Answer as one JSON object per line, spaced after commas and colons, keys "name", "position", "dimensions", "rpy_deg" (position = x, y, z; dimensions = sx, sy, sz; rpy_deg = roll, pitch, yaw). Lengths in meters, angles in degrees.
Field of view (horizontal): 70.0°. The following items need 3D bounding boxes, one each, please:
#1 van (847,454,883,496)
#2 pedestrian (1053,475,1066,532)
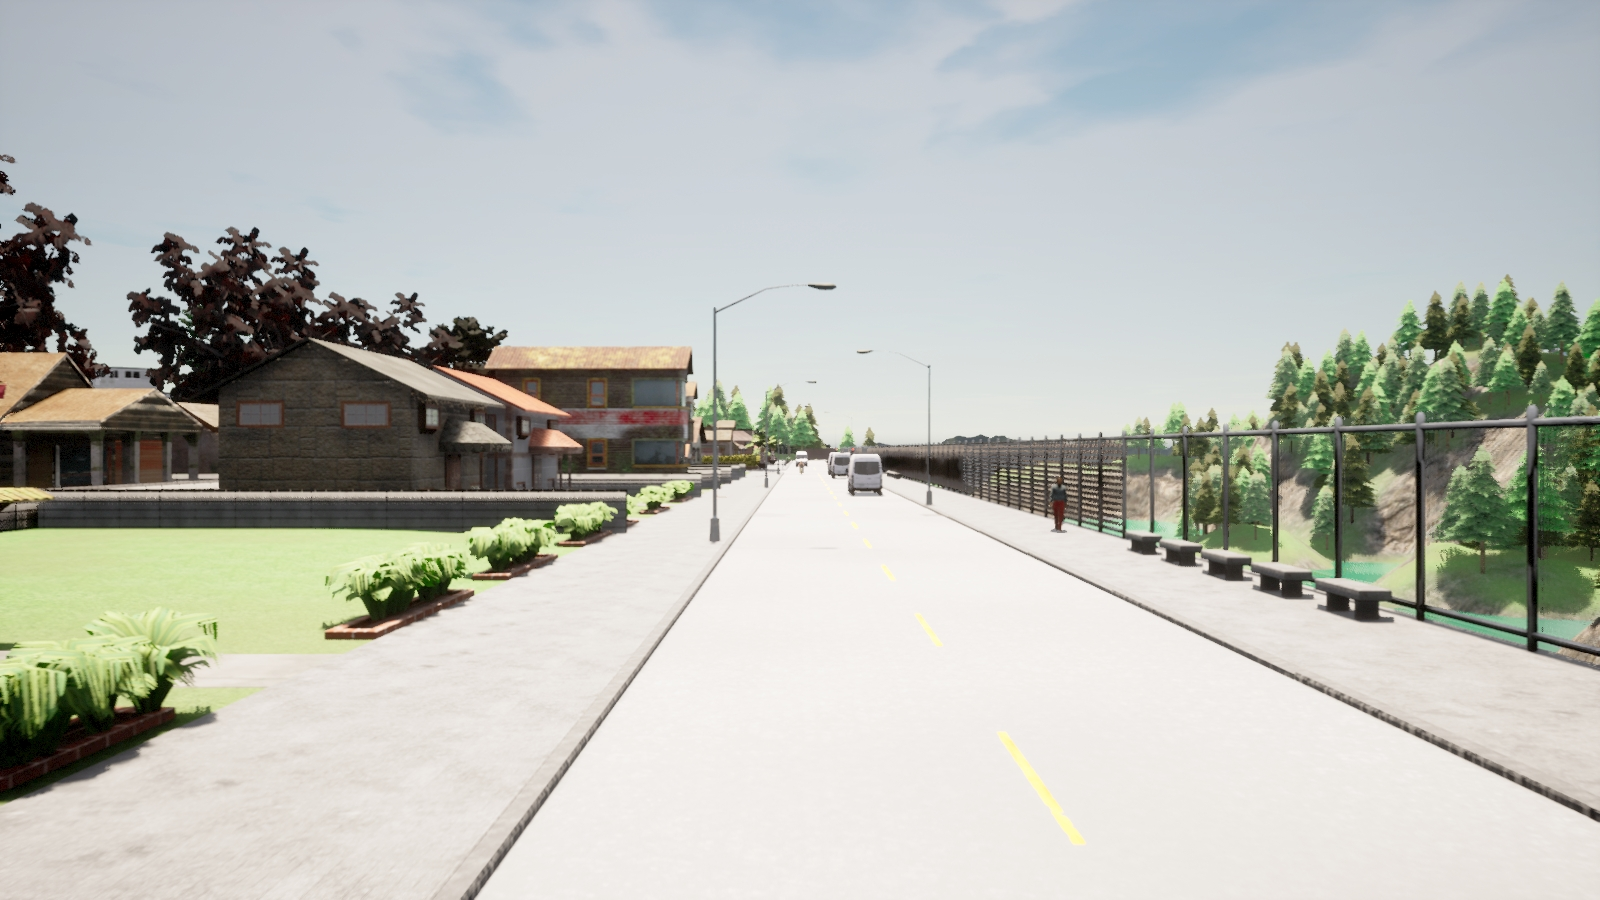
{"name": "van", "position": [4.100, 1.536, 72.934], "dimensions": [1.988, 2.561, 5.915], "rpy_deg": [0, 0, 0]}
{"name": "pedestrian", "position": [8.495, 1.743, 37.426], "dimensions": [0.375, 1.860, 0.375], "rpy_deg": [0, 0, 5]}
